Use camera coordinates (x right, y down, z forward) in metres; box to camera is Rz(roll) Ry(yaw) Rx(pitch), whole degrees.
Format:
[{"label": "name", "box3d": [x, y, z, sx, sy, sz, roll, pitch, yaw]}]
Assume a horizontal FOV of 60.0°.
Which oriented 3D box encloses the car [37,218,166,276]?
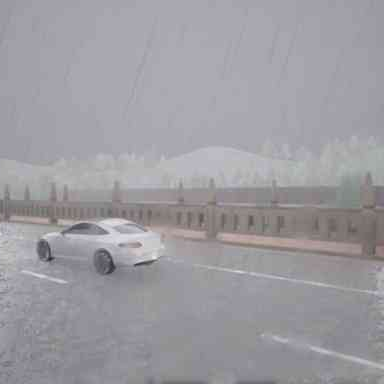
[{"label": "car", "box3d": [-2.908, 1.527, 10.366, 4.674, 1.442, 1.812, 0, 0, 36]}]
